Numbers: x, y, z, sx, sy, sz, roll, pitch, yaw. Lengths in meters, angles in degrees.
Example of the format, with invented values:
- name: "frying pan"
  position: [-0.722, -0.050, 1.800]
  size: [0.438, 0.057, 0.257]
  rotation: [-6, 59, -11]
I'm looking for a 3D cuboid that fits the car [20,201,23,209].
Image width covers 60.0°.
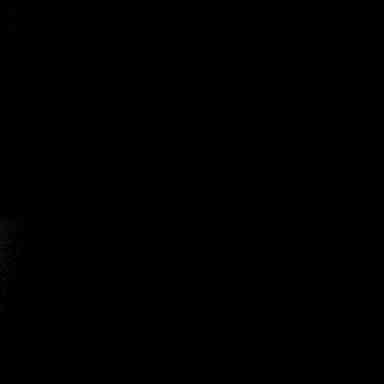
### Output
- name: "car"
  position: [-17.764, 1.148, 39.159]
  size: [2.097, 1.767, 4.553]
  rotation: [-2, 0, 34]
